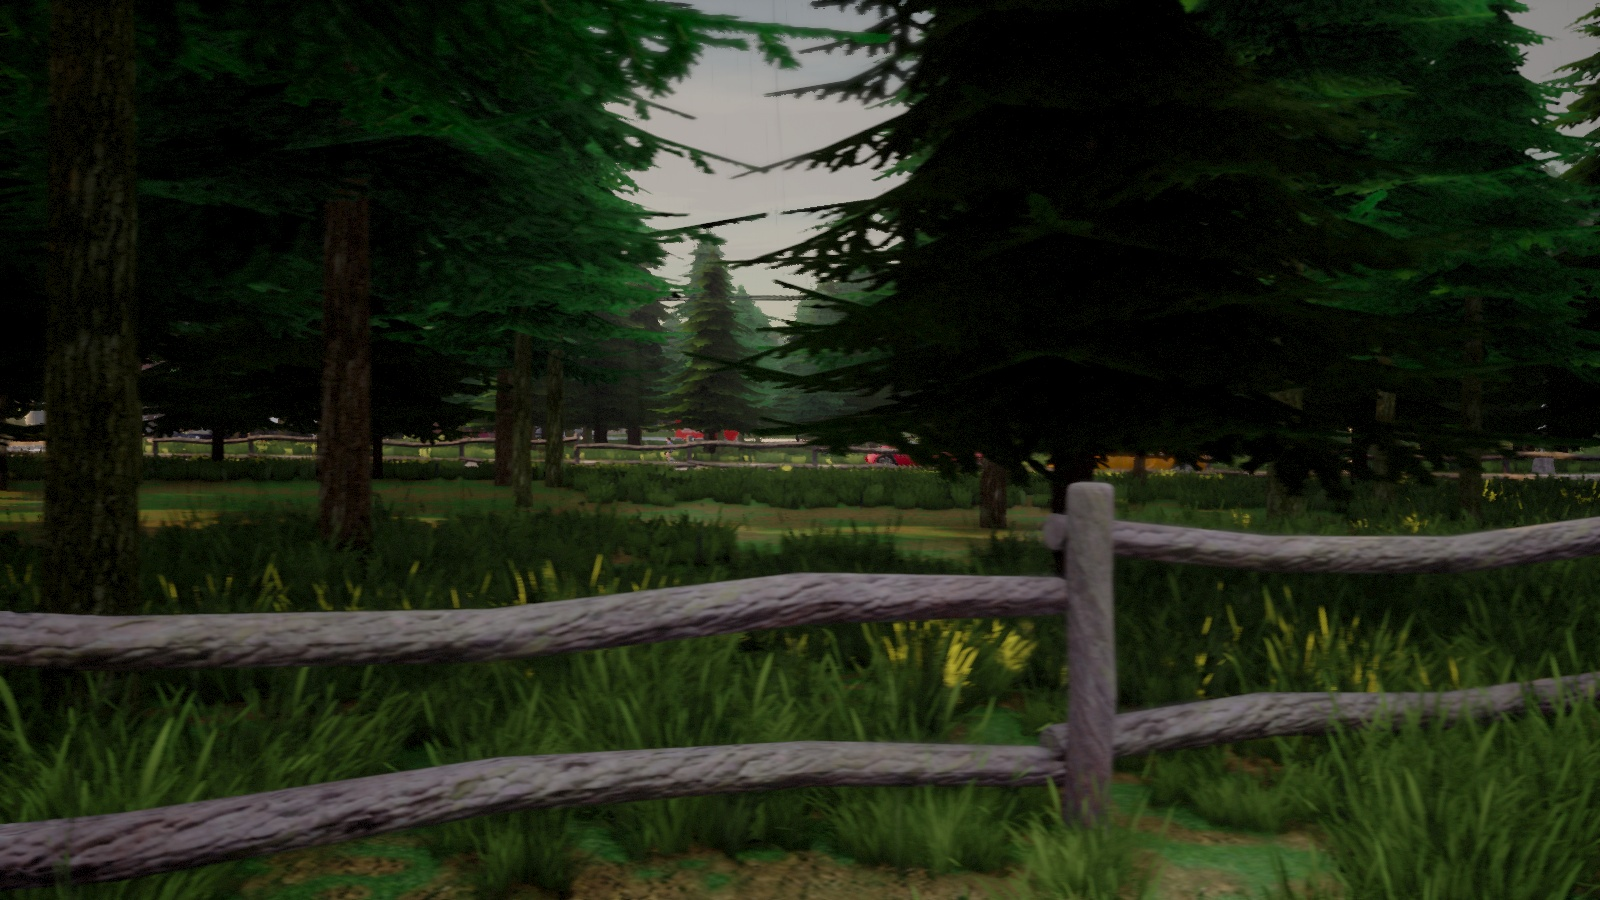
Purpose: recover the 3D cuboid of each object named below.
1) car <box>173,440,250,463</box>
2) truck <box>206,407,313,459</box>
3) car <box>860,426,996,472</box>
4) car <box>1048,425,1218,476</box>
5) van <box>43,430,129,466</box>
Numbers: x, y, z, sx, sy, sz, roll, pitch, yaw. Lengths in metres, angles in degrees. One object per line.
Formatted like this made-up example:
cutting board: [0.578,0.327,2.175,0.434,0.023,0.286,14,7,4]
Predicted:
car: [-36.070,0.057,77.134,1.895,1.301,4.718,0,1,10]
truck: [-37.658,-1.181,87.875,2.891,3.462,7.936,0,1,10]
car: [4.510,-0.034,43.897,4.514,1.525,2.007,0,1,12]
car: [10.298,0.010,39.133,5.008,1.535,1.882,0,1,12]
van: [-40.646,-0.153,71.630,1.775,1.987,4.442,0,1,10]
